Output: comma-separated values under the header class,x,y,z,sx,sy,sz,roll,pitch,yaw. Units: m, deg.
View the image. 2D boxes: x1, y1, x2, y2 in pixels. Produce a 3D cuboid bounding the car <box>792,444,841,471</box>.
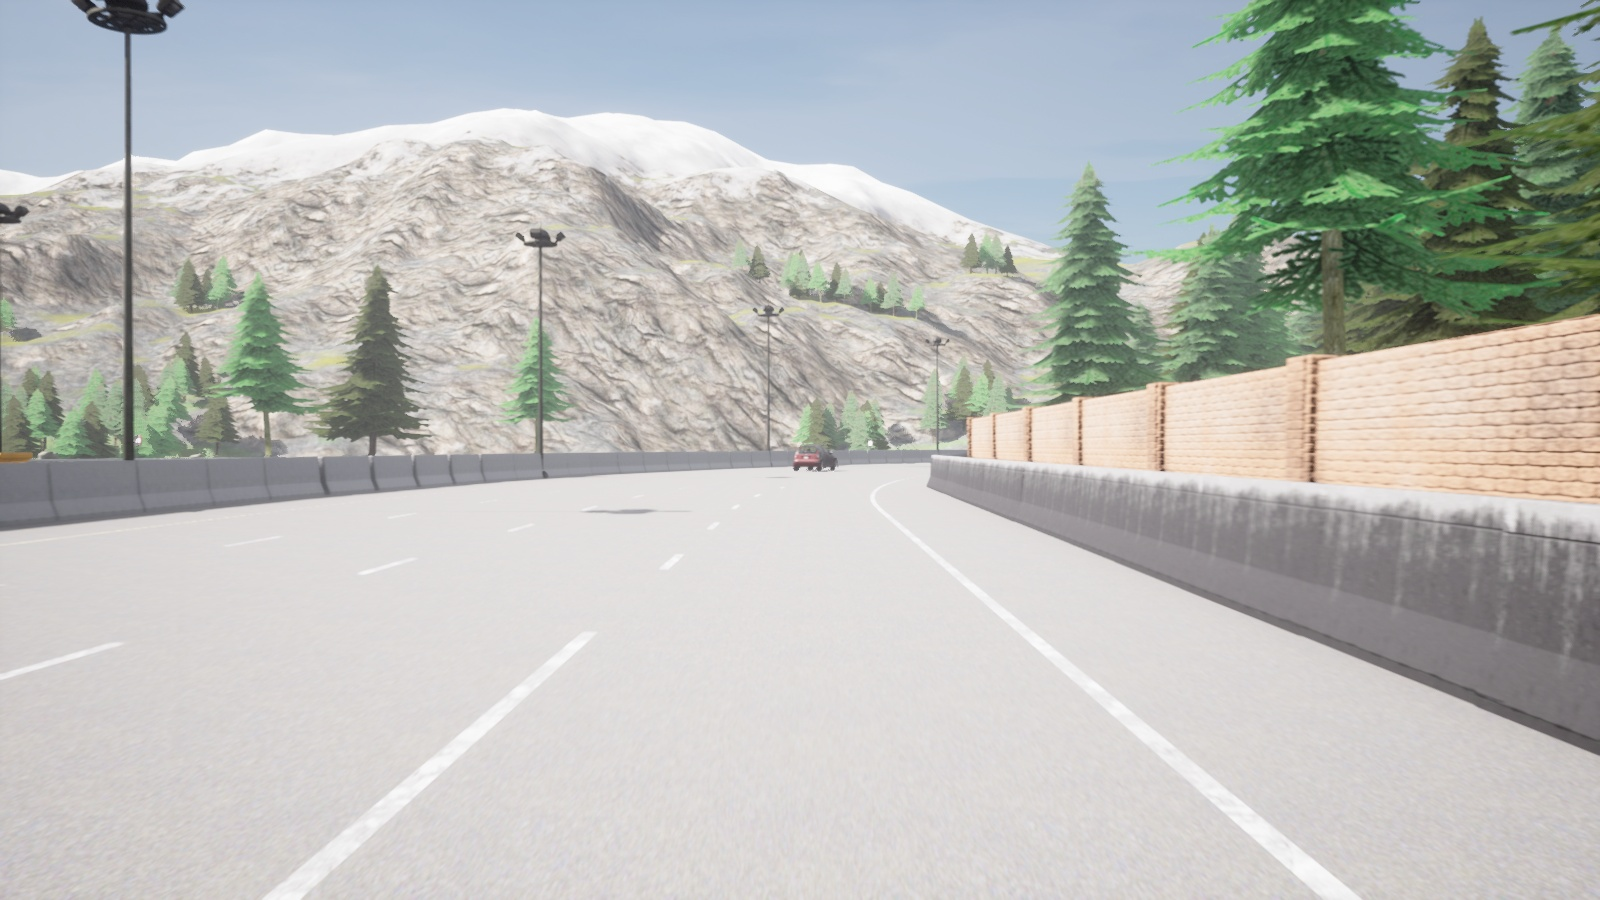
class,x,y,z,sx,sy,sz,roll,pitch,yaw
car,1.038,0.436,76.804,1.851,1.617,3.988,0,0,19
